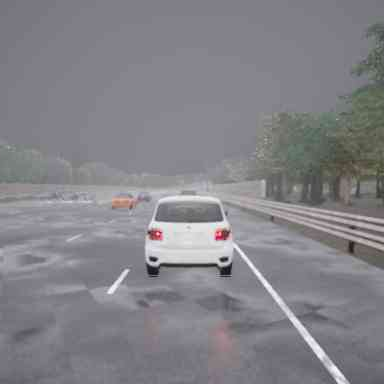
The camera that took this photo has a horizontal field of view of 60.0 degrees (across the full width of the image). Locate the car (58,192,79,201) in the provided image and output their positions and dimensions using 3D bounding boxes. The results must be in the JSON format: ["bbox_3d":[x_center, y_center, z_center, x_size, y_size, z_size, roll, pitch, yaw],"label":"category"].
[{"bbox_3d":[-21.964,0.816,60.466,2.128,1.511,4.902,0,1,-1],"label":"car"}]

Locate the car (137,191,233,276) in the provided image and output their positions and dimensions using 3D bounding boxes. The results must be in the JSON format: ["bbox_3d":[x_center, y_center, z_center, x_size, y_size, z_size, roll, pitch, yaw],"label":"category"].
[{"bbox_3d":[-0.041,1.104,10.094,2.150,2.045,5.566,0,0,1],"label":"car"}]

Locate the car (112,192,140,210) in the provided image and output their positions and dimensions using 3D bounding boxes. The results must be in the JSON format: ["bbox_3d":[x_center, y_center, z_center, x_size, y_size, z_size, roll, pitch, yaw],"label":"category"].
[{"bbox_3d":[-7.299,0.947,36.483,2.097,1.767,4.553,0,0,-1],"label":"car"}]

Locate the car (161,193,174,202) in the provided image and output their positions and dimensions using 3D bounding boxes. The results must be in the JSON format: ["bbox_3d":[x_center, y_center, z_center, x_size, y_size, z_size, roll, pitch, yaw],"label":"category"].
[{"bbox_3d":[-4.298,0.915,58.757,2.033,1.411,5.357,0,1,-1],"label":"car"}]

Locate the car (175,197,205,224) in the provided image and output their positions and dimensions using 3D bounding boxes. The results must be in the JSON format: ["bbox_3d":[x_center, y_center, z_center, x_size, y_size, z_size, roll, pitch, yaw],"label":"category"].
[{"bbox_3d":[-0.170,1.216,23.725,1.882,1.535,5.008,0,1,-1],"label":"car"}]

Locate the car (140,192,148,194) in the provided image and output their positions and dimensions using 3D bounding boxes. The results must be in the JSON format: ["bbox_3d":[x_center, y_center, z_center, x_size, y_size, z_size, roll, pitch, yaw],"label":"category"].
[{"bbox_3d":[-7.682,0.768,53.710,2.097,1.767,4.553,0,1,-1],"label":"car"}]

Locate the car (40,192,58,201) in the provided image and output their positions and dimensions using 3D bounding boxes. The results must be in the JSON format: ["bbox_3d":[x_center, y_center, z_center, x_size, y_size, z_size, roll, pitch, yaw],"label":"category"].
[{"bbox_3d":[-25.444,0.746,59.561,1.837,1.490,4.892,0,0,-1],"label":"car"}]

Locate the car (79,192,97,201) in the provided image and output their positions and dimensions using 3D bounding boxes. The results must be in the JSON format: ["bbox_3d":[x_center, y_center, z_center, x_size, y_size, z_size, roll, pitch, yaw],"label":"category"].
[{"bbox_3d":[-18.473,0.817,61.075,2.128,1.511,4.902,0,1,-1],"label":"car"}]

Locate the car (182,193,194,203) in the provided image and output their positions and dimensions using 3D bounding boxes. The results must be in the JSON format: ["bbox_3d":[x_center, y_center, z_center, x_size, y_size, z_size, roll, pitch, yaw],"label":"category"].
[{"bbox_3d":[-0.694,0.925,54.342,1.837,1.490,4.892,0,1,-1],"label":"car"}]
